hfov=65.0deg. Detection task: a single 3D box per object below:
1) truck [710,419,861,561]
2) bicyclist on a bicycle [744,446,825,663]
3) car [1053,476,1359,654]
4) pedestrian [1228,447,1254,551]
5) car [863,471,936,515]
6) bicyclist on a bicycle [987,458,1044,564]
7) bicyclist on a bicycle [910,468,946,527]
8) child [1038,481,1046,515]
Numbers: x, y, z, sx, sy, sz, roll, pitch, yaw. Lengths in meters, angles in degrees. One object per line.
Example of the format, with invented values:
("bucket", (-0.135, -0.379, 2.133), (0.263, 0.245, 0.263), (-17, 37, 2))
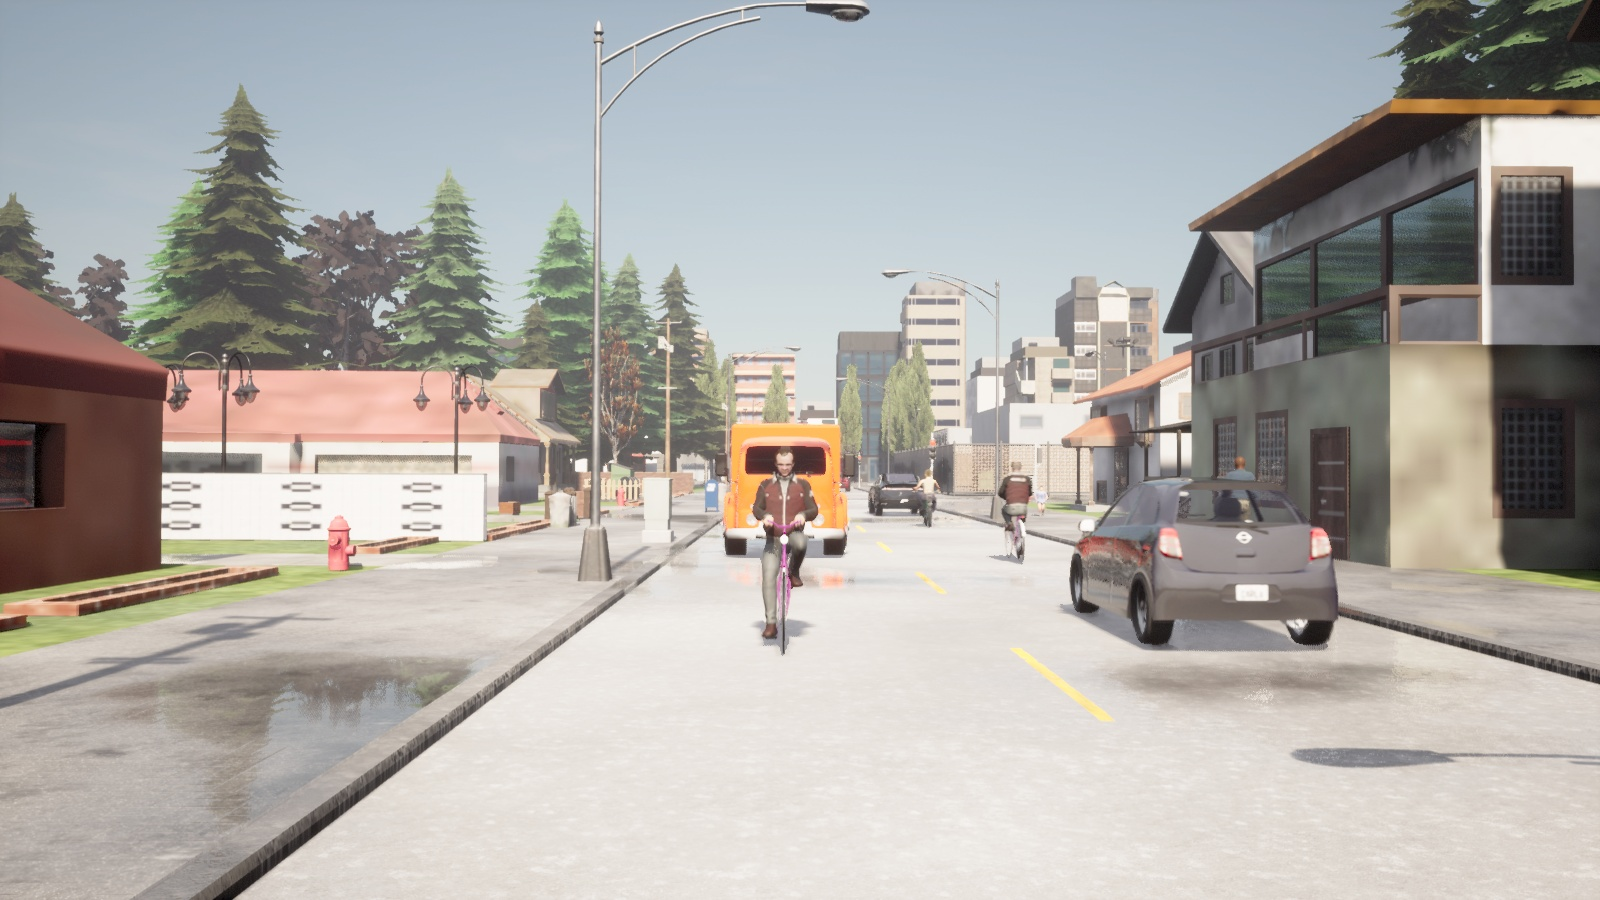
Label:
("truck", (-0.276, 0.738, 24.514), (2.627, 2.467, 5.204), (0, -1, -1))
("bicyclist on a bicycle", (-0.134, 0.873, 11.204), (0.659, 1.776, 1.843), (0, -1, -1))
("car", (3.849, 1.024, 12.596), (1.845, 1.501, 3.633), (0, -1, -1))
("pedestrian", (7.900, 0.870, 22.495), (0.370, 1.835, 0.726), (0, -1, 15))
("car", (3.519, 1.516, 45.323), (2.128, 1.511, 4.902), (0, -1, -1))
("bicyclist on a bicycle", (3.753, 1.039, 22.009), (0.659, 1.776, 1.843), (0, -1, -1))
("bicyclist on a bicycle", (3.610, 1.332, 35.523), (0.866, 1.612, 1.509), (0, -1, 0))
("child", (7.917, 1.561, 41.081), (0.255, 1.110, 0.394), (0, -1, 8))
